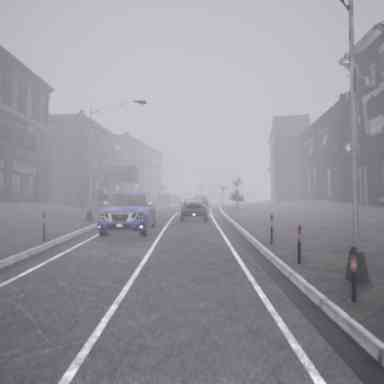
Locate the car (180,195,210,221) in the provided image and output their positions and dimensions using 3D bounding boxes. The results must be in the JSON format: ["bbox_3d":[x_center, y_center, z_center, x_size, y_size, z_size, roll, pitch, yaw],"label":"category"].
[{"bbox_3d":[0.170,1.192,24.028,1.837,1.490,4.892,0,1,1],"label":"car"}]

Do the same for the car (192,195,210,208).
[{"bbox_3d":[1.204,1.172,42.301,2.033,1.649,4.856,0,-1,5],"label":"car"}]

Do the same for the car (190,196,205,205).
[{"bbox_3d":[1.024,1.548,62.266,1.882,1.535,5.008,-1,-1,11],"label":"car"}]

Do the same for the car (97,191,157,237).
[{"bbox_3d":[-3.082,1.009,16.896,2.150,2.045,5.566,0,1,0],"label":"car"}]
